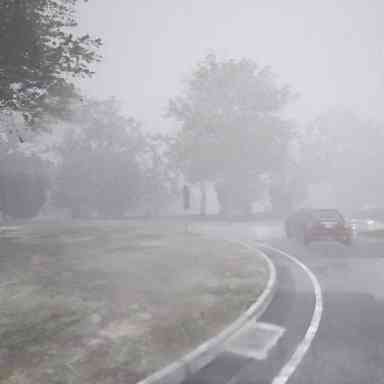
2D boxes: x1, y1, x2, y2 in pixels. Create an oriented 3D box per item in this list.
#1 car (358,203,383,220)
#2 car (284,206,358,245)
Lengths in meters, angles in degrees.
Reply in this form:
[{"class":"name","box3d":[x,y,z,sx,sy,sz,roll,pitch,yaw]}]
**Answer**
[{"class":"car","box3d":[17.510,1.837,32.050,4.674,1.442,1.812,0,-1,-34]},{"class":"car","box3d":[6.058,1.535,16.551,2.097,1.767,4.553,0,-1,3]}]
